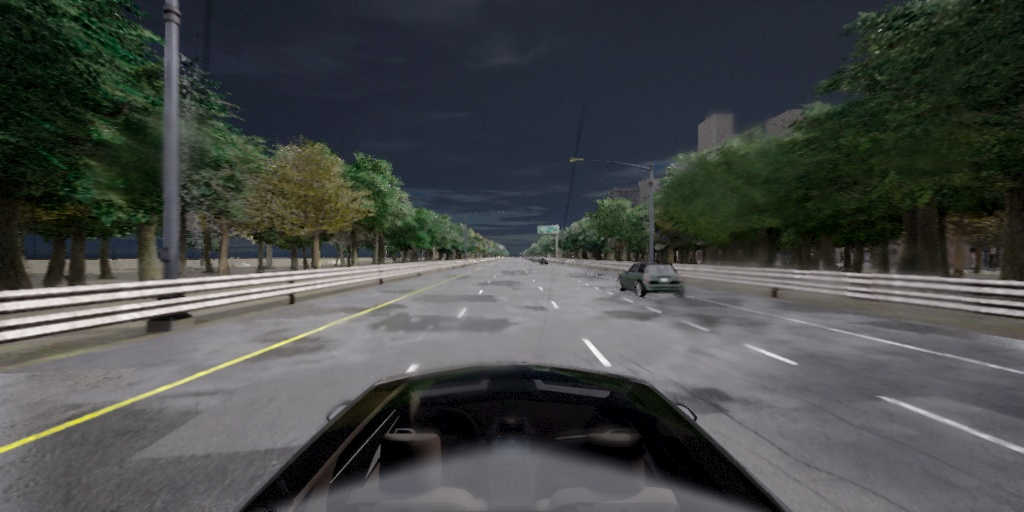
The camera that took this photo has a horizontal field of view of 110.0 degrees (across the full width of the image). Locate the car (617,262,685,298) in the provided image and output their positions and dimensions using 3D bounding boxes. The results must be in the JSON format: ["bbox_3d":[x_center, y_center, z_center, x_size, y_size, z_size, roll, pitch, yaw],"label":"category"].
[{"bbox_3d":[7.012,1.107,18.627,2.097,1.767,4.553,0,0,0],"label":"car"}]
